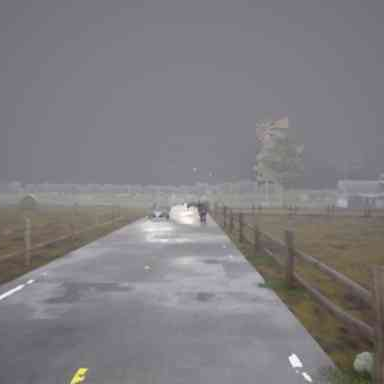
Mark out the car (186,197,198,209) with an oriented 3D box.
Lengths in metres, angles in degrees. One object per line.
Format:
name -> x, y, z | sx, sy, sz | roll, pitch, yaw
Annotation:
car -> 0.078, 2.015, 55.569 | 1.837, 1.490, 4.892 | 0, 0, 0

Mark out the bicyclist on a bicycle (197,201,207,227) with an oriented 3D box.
bicyclist on a bicycle -> 0.758, 1.585, 21.848 | 0.582, 1.620, 1.656 | 0, -1, 0

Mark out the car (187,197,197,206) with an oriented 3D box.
car -> 0.002, 2.058, 74.556 | 2.150, 2.045, 5.566 | 0, -1, 0

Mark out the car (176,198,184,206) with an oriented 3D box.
car -> -2.747, 2.107, 71.576 | 2.097, 1.767, 4.553 | 0, -1, 0

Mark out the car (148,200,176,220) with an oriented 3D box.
car -> -2.844, 1.701, 30.093 | 2.128, 1.511, 4.902 | 0, -1, 0
